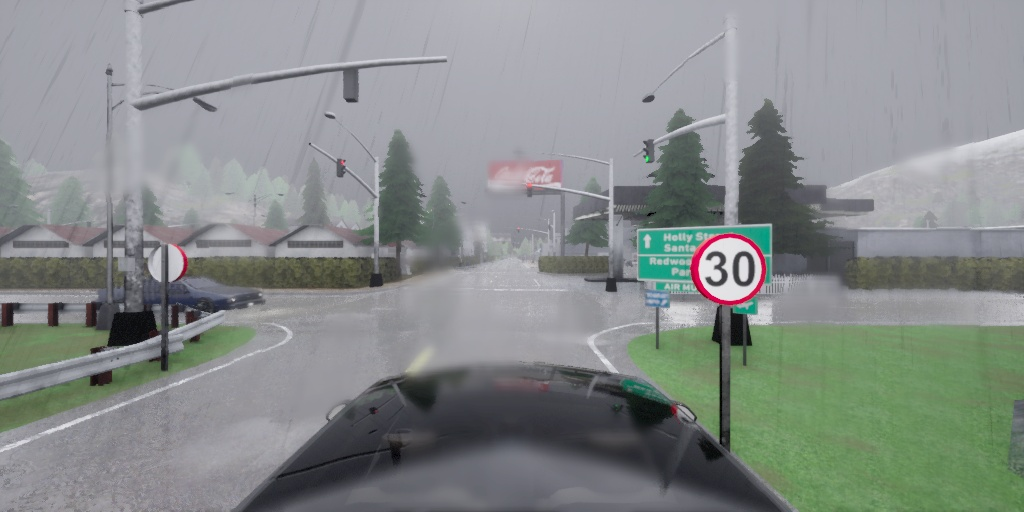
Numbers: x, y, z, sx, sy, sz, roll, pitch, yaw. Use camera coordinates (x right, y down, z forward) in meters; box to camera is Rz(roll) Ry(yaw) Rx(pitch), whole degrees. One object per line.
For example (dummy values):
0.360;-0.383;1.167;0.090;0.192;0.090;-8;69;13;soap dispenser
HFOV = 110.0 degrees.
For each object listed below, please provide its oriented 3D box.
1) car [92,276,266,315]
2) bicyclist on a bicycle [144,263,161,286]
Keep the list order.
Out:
-12.593;1.489;13.720;5.357;1.411;2.033;0;0;1;car
-21.674;1.243;21.323;0.582;1.620;1.656;0;0;1;bicyclist on a bicycle
